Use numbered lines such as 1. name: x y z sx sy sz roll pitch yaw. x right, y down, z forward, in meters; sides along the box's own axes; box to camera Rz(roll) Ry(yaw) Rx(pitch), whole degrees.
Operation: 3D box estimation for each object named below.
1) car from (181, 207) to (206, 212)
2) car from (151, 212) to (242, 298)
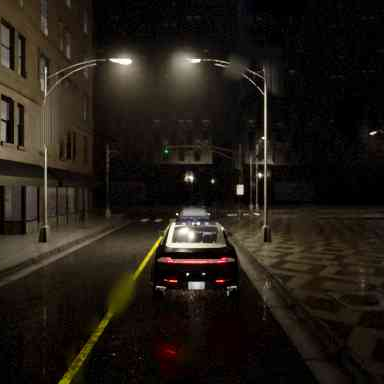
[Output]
1. car: 0.092 1.547 18.704 2.033 1.411 5.357 0 0 -1
2. car: 0.088 1.491 8.501 2.128 1.511 4.902 0 0 0
